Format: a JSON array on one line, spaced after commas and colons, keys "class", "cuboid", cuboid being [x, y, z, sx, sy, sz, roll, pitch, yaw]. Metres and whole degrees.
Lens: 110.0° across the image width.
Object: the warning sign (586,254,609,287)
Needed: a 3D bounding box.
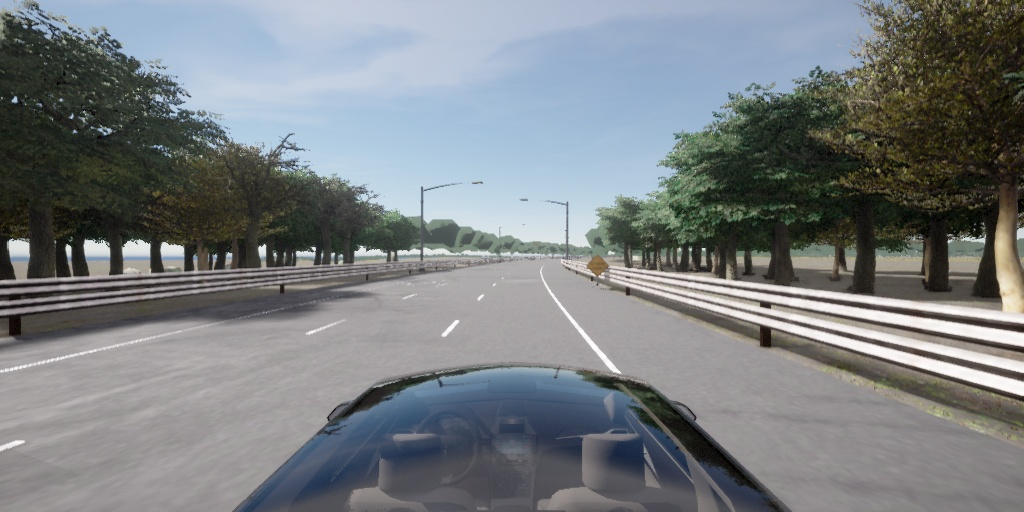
[{"class": "warning sign", "cuboid": [4.949, 0.840, 20.749, 1.300, 1.860, 1.060, 0, 0, 2]}]
